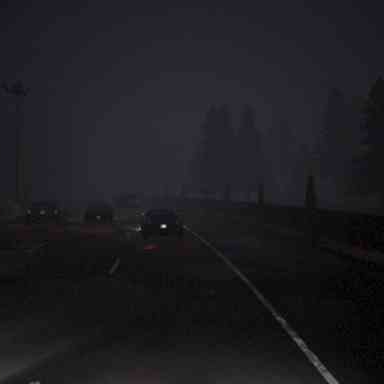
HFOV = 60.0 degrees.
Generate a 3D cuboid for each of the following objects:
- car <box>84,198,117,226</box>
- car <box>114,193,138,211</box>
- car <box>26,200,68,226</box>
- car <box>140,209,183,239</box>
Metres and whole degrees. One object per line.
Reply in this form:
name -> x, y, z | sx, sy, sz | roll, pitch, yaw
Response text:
car -> -6.490, 1.457, 23.507 | 1.882, 1.535, 5.008 | 0, 0, -13
car -> -7.926, 1.179, 39.664 | 2.150, 2.045, 5.566 | 0, 0, -22
car -> -10.052, 1.340, 23.358 | 2.097, 1.767, 4.553 | 0, 0, -13
car -> -1.643, 1.541, 17.275 | 1.994, 1.385, 4.181 | 0, 0, -10
